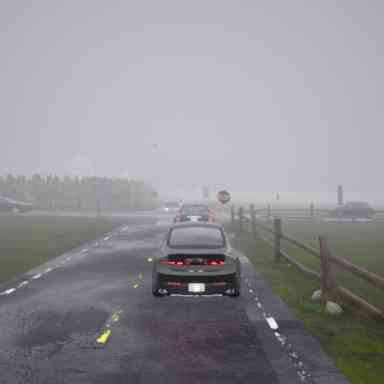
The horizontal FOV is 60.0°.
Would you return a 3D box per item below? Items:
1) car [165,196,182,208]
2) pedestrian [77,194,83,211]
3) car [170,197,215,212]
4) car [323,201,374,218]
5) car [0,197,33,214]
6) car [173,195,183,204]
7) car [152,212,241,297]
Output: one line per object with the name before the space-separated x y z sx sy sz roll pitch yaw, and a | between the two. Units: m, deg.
car | -2.842 1.477 48.423 1.882 1.535 5.008 0 0 0
pedestrian | -12.176 1.135 36.086 0.375 1.860 0.375 0 -2 0
car | 0.194 1.351 18.212 2.097 1.767 4.553 0 0 2
car | 15.487 1.666 33.144 4.553 1.767 2.097 1 -1 0
car | -17.016 1.186 30.094 5.008 1.535 1.882 1 -1 0
car | -2.777 1.476 67.129 1.882 1.535 5.008 0 0 0
car | 0.100 1.505 8.529 1.837 1.490 4.892 0 0 0
